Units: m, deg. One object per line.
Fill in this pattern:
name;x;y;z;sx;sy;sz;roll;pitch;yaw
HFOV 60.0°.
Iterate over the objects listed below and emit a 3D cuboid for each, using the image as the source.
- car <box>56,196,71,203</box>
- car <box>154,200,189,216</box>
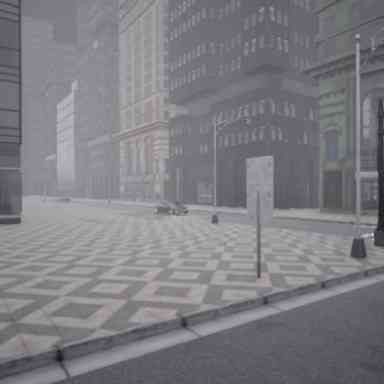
car;-26.180;1.508;67.838;1.895;1.301;4.718;0;0;-35
car;-2.208;1.627;34.197;1.837;1.490;4.892;0;1;-35
